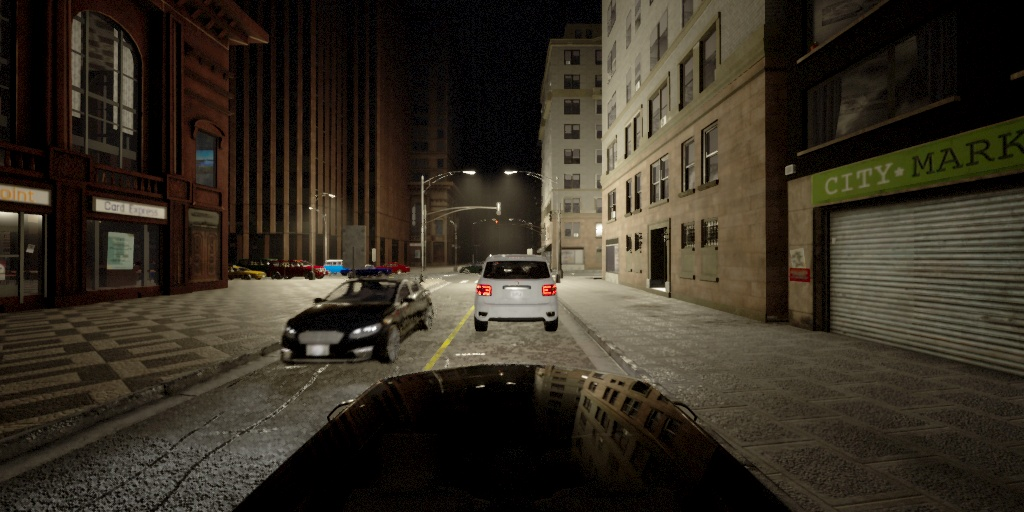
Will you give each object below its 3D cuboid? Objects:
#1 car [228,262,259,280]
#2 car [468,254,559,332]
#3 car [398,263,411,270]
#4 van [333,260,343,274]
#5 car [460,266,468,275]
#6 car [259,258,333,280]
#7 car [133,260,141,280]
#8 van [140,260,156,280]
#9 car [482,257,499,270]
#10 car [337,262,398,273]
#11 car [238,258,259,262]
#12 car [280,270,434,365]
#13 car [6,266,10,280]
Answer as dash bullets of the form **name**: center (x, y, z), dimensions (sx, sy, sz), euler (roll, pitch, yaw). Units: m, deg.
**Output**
- **car**: center (-25.076, 1.552, 32.753), dimensions (4.829, 1.417, 1.751), euler (0, 0, 0)
- **car**: center (0.100, 0.974, 11.046), dimensions (2.150, 2.045, 5.566), euler (0, 0, 0)
- **car**: center (-13.976, 1.477, 41.238), dimensions (4.507, 1.381, 1.888), euler (0, 0, 0)
- **van**: center (-19.600, 1.340, 41.259), dimensions (3.998, 1.789, 1.690), euler (0, 0, 0)
- **car**: center (-3.519, 1.356, 38.447), dimensions (4.181, 1.385, 1.994), euler (-1, 0, 0)
- **car**: center (-19.621, 1.273, 32.733), dimensions (5.009, 1.841, 2.192), euler (0, 0, 0)
- **car**: center (-34.466, 1.372, 35.370), dimensions (5.566, 2.045, 2.150), euler (-1, 0, 0)
- **van**: center (-30.870, 1.435, 32.774), dimensions (3.998, 1.789, 1.690), euler (0, 0, 0)
- **car**: center (-3.111, 1.097, 51.765), dimensions (2.097, 1.767, 4.553), euler (0, 0, 1)
- **car**: center (-14.145, 1.506, 35.285), dimensions (4.718, 1.301, 1.895), euler (-1, 0, 0)
- **car**: center (-24.110, 1.247, 35.314), dimensions (5.566, 2.045, 2.150), euler (-1, 0, -1)
- **car**: center (-3.101, 1.243, 8.179), dimensions (2.128, 1.511, 4.902), euler (0, 0, 0)
- **car**: center (-47.742, 1.849, 32.834), dimensions (4.403, 1.370, 2.007), euler (0, 0, 0)
